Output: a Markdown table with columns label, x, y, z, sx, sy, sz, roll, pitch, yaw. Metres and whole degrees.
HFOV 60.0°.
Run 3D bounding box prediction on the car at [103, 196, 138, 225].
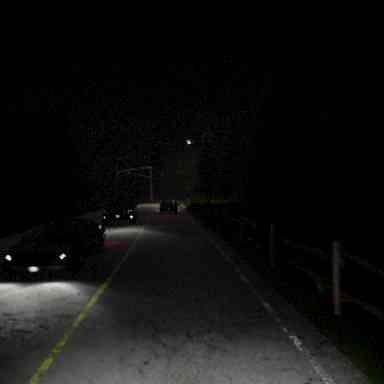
| label | x | y | z | sx | sy | sz | roll | pitch | yaw |
| --- | --- | --- | --- | --- | --- | --- | --- | --- | --- |
| car | -5.300 | 1.302 | 25.257 | 2.150 | 2.045 | 5.566 | -1 | 0 | -6 |

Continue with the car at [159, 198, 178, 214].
| label | x | y | z | sx | sy | sz | roll | pitch | yaw |
| --- | --- | --- | --- | --- | --- | --- | --- | --- | --- |
| car | -2.528 | 1.533 | 35.790 | 2.128 | 1.511 | 4.902 | -1 | 0 | -4 |

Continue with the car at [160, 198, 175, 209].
| label | x | y | z | sx | sy | sz | roll | pitch | yaw |
| --- | --- | --- | --- | --- | --- | --- | --- | --- | --- |
| car | -3.524 | 1.602 | 47.002 | 2.033 | 1.411 | 5.357 | -1 | 0 | -5 |

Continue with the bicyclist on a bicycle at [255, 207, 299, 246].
| label | x | y | z | sx | sy | sz | roll | pitch | yaw |
| --- | --- | --- | --- | --- | --- | --- | --- | --- | --- |
| bicyclist on a bicycle | 3.140 | 1.308 | 11.484 | 1.656 | 1.620 | 0.582 | 26 | -14 | 3 |

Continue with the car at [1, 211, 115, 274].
| label | x | y | z | sx | sy | sz | roll | pitch | yaw |
| --- | --- | --- | --- | --- | --- | --- | --- | --- | --- |
| car | -4.206 | 1.604 | 11.199 | 2.033 | 1.411 | 5.357 | -1 | 0 | -3 |
